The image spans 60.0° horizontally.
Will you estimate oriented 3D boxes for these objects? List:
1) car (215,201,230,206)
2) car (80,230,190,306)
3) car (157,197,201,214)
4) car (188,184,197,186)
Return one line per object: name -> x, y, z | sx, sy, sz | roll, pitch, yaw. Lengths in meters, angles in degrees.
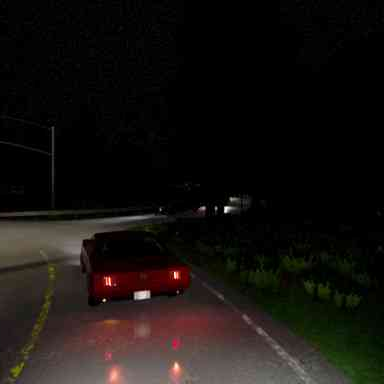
car -> 3.447, 0.728, 39.966 | 1.837, 1.490, 4.892 | 0, 4, 13
car -> -1.688, 1.599, 8.167 | 1.895, 1.301, 4.718 | 0, 0, -21
car -> -1.207, 1.248, 31.919 | 2.128, 1.511, 4.902 | 0, 2, 42
car -> 0.066, -1.837, 70.111 | 2.128, 1.511, 4.902 | 0, 5, -1
